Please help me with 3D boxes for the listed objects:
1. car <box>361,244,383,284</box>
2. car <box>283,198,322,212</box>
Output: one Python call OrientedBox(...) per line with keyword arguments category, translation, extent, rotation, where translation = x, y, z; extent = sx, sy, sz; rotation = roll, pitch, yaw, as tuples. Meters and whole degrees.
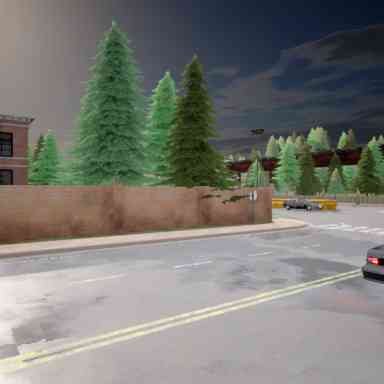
OrientedBox(category="car", translation=(6.347, 1.547, 8.253), extent=(5.357, 1.411, 2.033), rotation=(0, 0, -35))
OrientedBox(category="car", translation=(13.198, 1.492, 39.832), extent=(2.128, 1.511, 4.902), rotation=(0, 0, -35))
